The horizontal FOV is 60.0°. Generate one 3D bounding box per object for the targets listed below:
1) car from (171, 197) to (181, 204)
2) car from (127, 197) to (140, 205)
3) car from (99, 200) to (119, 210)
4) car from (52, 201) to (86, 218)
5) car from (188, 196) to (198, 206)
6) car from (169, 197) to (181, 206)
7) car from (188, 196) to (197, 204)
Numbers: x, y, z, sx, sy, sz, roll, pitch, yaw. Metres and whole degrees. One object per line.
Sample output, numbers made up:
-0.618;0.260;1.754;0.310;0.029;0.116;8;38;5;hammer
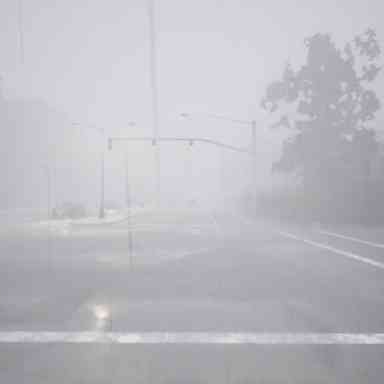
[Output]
-3.384;1.797;72.646;1.882;1.535;5.008;0;0;0;car
-11.397;1.811;64.996;1.837;1.490;4.892;0;0;0;car
-11.504;1.788;46.317;1.994;1.385;4.181;0;0;0;car
-11.542;1.641;31.411;2.128;1.511;4.902;0;0;0;car
0.099;1.806;62.224;1.837;1.490;4.892;0;0;0;car
-3.400;1.829;62.646;1.812;1.442;4.674;0;0;0;car
0.115;1.674;72.611;2.097;1.767;4.553;0;0;0;car
